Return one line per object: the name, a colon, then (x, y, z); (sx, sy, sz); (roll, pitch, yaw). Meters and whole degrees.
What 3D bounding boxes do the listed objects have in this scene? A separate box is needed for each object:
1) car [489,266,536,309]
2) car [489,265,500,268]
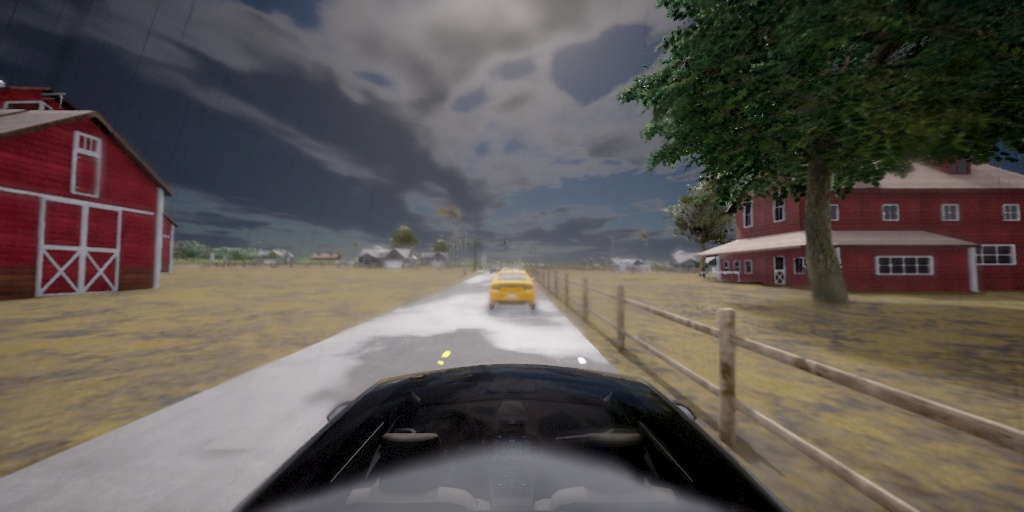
car: (0.022, 1.400, 16.135); (1.882, 1.535, 5.008); (0, 0, 0)
car: (-2.789, 2.219, 60.478); (1.837, 1.490, 4.892); (0, -2, 0)
